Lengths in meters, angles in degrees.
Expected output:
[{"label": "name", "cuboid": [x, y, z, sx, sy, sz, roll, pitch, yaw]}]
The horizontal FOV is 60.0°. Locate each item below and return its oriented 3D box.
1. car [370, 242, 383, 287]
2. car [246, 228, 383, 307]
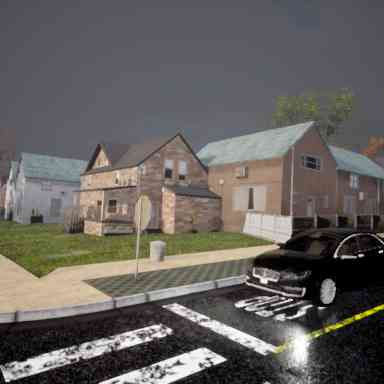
[{"label": "car", "cuboid": [6.011, 1.737, 6.818, 5.357, 1.411, 2.033, 2, -2, -37]}, {"label": "car", "cuboid": [3.519, 1.734, 8.569, 4.892, 1.490, 1.837, 2, -2, -36]}]
